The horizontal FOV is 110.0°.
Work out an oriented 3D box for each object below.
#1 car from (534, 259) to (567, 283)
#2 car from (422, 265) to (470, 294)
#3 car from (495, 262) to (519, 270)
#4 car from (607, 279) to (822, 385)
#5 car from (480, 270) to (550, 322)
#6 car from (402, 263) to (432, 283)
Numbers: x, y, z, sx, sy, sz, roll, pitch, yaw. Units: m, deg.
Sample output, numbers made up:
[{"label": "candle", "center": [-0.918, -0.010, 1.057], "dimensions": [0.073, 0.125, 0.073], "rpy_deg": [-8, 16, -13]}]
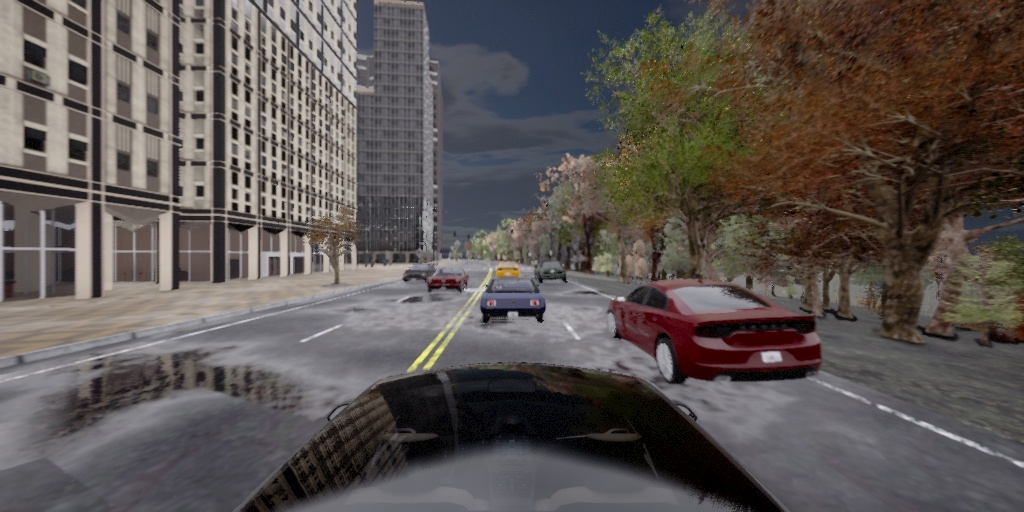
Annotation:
[{"label": "car", "center": [2.902, 1.052, 28.174], "dimensions": [2.097, 1.767, 4.553], "rpy_deg": [-3, 2, -1]}, {"label": "car", "center": [-3.566, 1.343, 20.613], "dimensions": [1.895, 1.301, 4.718], "rpy_deg": [0, 0, -1]}, {"label": "car", "center": [-0.386, 1.215, 30.259], "dimensions": [1.882, 1.535, 5.008], "rpy_deg": [0, 0, -2]}, {"label": "car", "center": [3.304, 1.187, 7.058], "dimensions": [1.882, 1.535, 5.008], "rpy_deg": [-3, -1, 0]}, {"label": "car", "center": [0.009, 1.345, 12.260], "dimensions": [1.895, 1.301, 4.718], "rpy_deg": [0, 0, -1]}, {"label": "car", "center": [-7.005, 1.289, 27.962], "dimensions": [2.033, 1.411, 5.357], "rpy_deg": [0, 0, -2]}]
